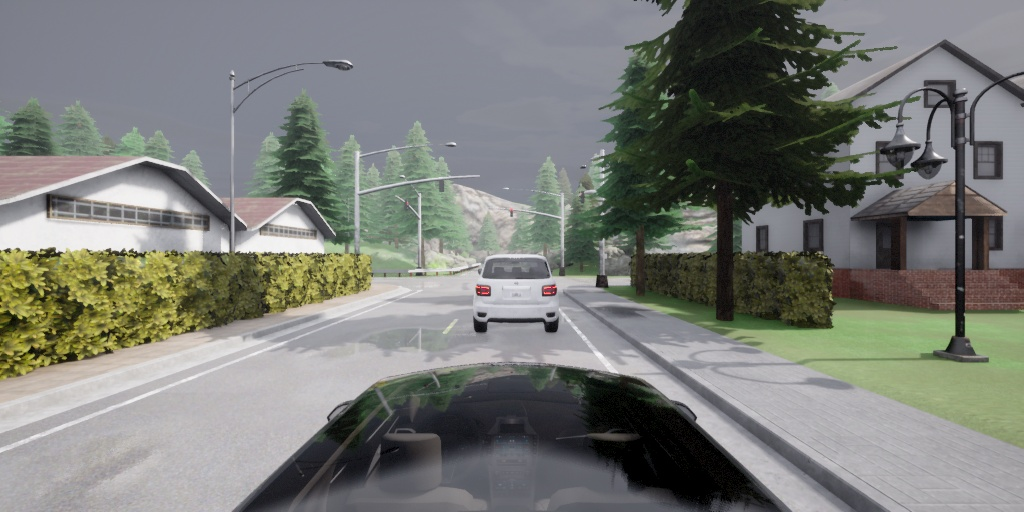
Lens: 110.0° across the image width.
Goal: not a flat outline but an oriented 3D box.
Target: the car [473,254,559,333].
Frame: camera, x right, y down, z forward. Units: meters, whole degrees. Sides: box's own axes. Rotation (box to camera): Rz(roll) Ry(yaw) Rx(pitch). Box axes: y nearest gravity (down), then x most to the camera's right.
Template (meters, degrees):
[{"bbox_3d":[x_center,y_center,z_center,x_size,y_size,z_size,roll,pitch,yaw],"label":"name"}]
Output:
[{"bbox_3d":[0.105,0.971,10.923,2.150,2.045,5.566,0,0,0],"label":"car"}]

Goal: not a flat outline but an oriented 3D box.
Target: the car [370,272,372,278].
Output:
[{"bbox_3d":[-13.194,1.212,27.139,5.008,1.535,1.882,0,0,0],"label":"car"}]
